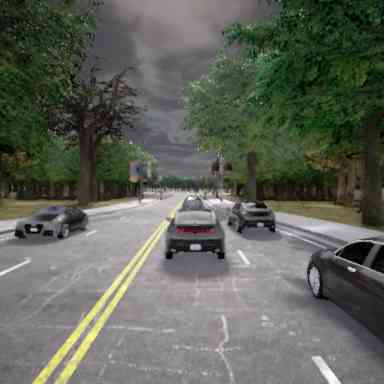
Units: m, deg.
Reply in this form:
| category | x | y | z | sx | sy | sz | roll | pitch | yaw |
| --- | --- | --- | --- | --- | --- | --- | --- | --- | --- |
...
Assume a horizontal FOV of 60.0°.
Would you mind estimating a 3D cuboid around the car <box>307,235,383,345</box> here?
| category | x | y | z | sx | sy | sz | roll | pitch | yaw |
| --- | --- | --- | --- | --- | --- | --- | --- | --- | --- |
| car | 3.345 | 1.410 | 5.123 | 1.837 | 1.490 | 4.892 | 0 | 1 | 0 |

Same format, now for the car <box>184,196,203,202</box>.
| category | x | y | z | sx | sy | sz | roll | pitch | yaw |
| --- | --- | --- | --- | --- | --- | --- | --- | --- | --- |
| car | 0.105 | 1.053 | 33.408 | 1.994 | 1.385 | 4.181 | 0 | 1 | 0 |

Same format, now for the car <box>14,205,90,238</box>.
| category | x | y | z | sx | sy | sz | roll | pitch | yaw |
| --- | --- | --- | --- | --- | --- | --- | --- | --- | --- |
| car | -6.349 | 1.319 | 15.522 | 1.994 | 1.385 | 4.181 | 0 | 1 | 3 |

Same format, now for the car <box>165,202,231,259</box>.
| category | x | y | z | sx | sy | sz | roll | pitch | yaw |
| --- | --- | --- | --- | --- | --- | --- | --- | --- | --- |
| car | 0.101 | 1.291 | 11.702 | 1.837 | 1.490 | 4.892 | 0 | 0 | 0 |

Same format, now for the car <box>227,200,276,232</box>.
| category | x | y | z | sx | sy | sz | roll | pitch | yaw |
| --- | --- | --- | --- | --- | --- | --- | --- | --- | --- |
| car | 3.003 | 1.200 | 17.587 | 1.837 | 1.490 | 4.892 | 0 | 1 | -3 |
